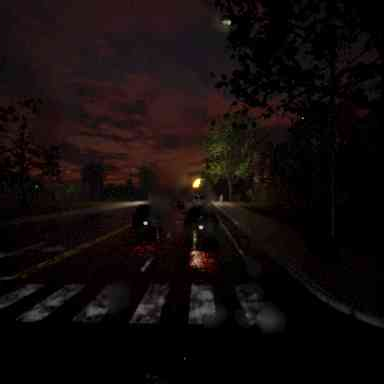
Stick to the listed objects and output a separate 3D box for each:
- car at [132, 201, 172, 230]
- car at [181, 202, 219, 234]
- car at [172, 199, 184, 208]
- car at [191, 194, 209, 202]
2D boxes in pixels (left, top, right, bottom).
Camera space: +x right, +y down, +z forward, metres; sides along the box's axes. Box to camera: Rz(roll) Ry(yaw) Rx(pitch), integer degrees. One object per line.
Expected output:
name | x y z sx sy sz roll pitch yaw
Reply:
car | -2.661 1.580 21.921 1.837 1.490 4.892 0 0 1
car | 0.532 1.569 19.600 1.837 1.490 4.892 0 0 1
car | -2.104 1.677 46.661 1.994 1.385 4.181 0 0 2
car | 1.064 1.326 44.197 2.150 2.045 5.566 0 0 2
